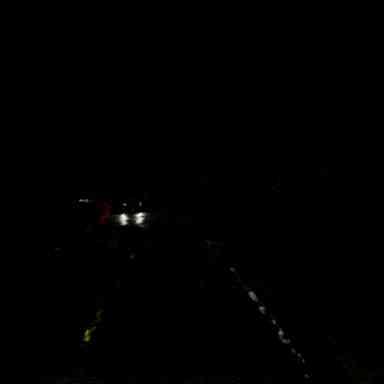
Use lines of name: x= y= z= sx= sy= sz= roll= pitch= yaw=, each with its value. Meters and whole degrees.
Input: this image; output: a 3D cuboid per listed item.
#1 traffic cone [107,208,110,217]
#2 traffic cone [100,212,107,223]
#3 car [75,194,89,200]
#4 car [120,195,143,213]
traffic cone: x=-7.063 y=1.799 z=27.682 sx=0.340 sy=0.580 sz=0.340 roll=0 pitch=0 yaw=-11
traffic cone: x=-6.174 y=1.827 z=22.854 sx=0.340 sy=0.580 sz=0.340 roll=0 pitch=0 yaw=-9
car: x=-25.802 y=1.144 z=77.835 sx=1.994 sy=1.385 sz=4.181 roll=0 pitch=0 yaw=-37
car: x=-6.180 y=1.158 z=33.917 sx=2.097 sy=1.767 sz=4.553 roll=0 pitch=0 yaw=-14
